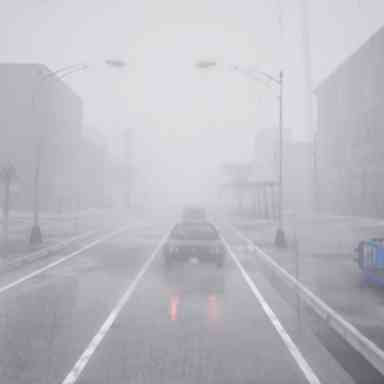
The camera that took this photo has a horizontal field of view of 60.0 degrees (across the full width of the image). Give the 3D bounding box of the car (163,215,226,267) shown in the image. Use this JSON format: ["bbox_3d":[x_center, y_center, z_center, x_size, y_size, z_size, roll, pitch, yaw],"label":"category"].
[{"bbox_3d":[0.099,1.738,11.982,1.895,1.301,4.718,1,0,1],"label":"car"}]

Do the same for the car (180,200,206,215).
[{"bbox_3d":[0.200,1.720,28.824,1.882,1.535,5.008,1,-1,1],"label":"car"}]

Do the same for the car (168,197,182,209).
[{"bbox_3d":[-2.771,1.910,57.003,2.150,2.045,5.566,1,-1,1],"label":"car"}]
